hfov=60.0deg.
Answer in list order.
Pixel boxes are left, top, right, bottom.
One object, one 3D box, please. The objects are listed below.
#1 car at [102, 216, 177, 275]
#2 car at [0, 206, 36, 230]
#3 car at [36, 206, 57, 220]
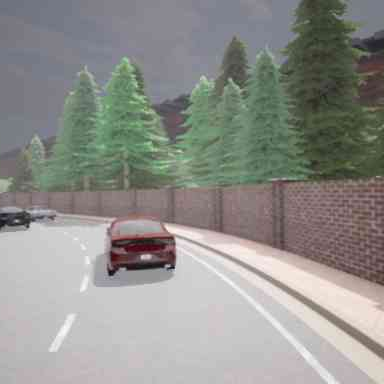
[{"bbox_3d":[-1.838,1.512,10.825,1.882,1.535,5.008,-1,0,-16],"label":"car"},{"bbox_3d":[-12.701,1.712,22.999,1.882,1.535,5.008,-1,0,-40],"label":"car"},{"bbox_3d":[-13.739,1.854,29.315,1.895,1.301,4.718,-1,0,-44],"label":"car"}]
